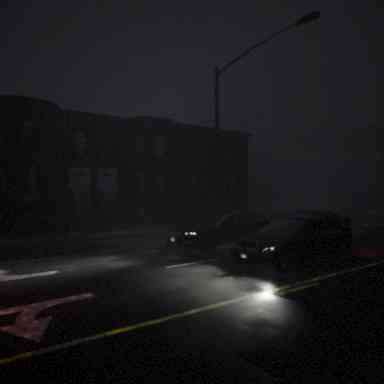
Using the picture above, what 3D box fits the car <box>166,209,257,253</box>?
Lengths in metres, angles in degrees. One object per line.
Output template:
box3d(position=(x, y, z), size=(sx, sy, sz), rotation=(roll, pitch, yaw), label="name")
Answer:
box3d(position=(1.303, 1.455, 13.502), size=(4.902, 1.511, 2.128), rotation=(0, 0, -35), label="car")

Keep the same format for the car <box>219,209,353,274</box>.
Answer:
box3d(position=(3.332, 1.489, 10.646), size=(4.674, 1.442, 1.812), rotation=(-1, 0, -36), label="car")
